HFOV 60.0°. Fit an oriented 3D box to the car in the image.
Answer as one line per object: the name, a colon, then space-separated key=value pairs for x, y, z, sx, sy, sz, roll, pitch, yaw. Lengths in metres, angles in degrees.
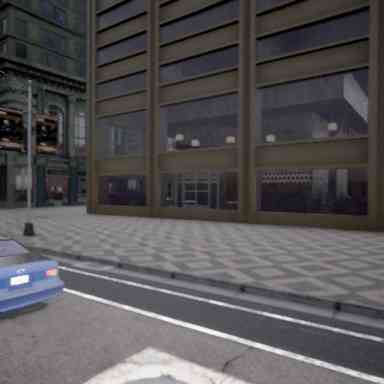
car: x=-4.956 y=1.542 z=7.143 sx=5.357 sy=1.411 sz=2.033 roll=0 pitch=0 yaw=36
